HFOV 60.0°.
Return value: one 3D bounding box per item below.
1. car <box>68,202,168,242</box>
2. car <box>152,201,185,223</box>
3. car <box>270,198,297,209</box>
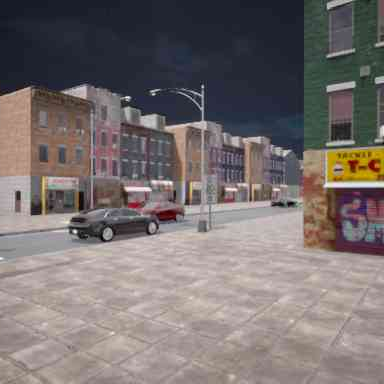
[{"bbox_3d":[-3.602,1.442,16.217,1.837,1.490,4.892,0,0,36],"label":"car"},{"bbox_3d":[-2.500,1.372,22.640,1.882,1.535,5.008,0,1,36],"label":"car"},{"bbox_3d":[11.674,1.372,42.320,1.895,1.301,4.718,0,0,36],"label":"car"}]
